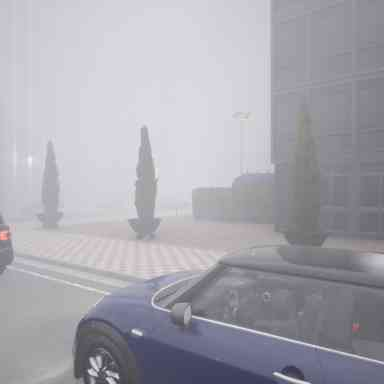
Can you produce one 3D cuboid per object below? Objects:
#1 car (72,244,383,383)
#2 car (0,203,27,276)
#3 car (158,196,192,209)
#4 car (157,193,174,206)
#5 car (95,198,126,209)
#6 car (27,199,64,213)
[{"bbox_3d":[0.827,1.352,3.404,4.553,1.767,2.097,0,0,36],"label":"car"},{"bbox_3d":[-7.033,1.222,8.995,5.566,2.045,2.150,0,0,36],"label":"car"},{"bbox_3d":[-2.013,1.601,45.727,1.895,1.301,4.718,0,0,35],"label":"car"},{"bbox_3d":[-4.982,1.221,54.013,2.150,2.045,5.566,0,0,35],"label":"car"},{"bbox_3d":[-11.073,1.564,45.336,1.994,1.385,4.181,0,0,35],"label":"car"},{"bbox_3d":[-16.776,1.491,37.202,2.128,1.511,4.902,0,0,35],"label":"car"}]
